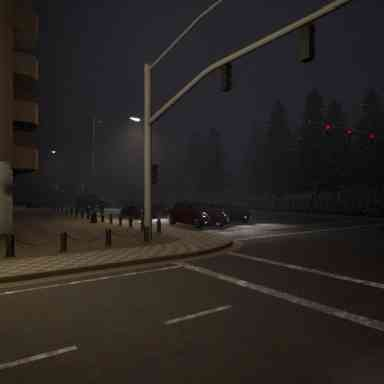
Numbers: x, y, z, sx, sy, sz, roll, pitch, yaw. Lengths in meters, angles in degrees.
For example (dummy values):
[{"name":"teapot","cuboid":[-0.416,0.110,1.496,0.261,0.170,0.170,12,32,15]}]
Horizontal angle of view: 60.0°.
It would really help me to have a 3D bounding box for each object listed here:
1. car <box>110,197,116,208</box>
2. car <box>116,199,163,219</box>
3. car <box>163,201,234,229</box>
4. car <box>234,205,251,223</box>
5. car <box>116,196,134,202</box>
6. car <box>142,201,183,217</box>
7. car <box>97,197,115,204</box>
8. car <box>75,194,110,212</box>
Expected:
[{"name":"car","cuboid":[-12.954,1.656,46.977,1.895,1.301,4.718,0,0,-35]},{"name":"car","cuboid":[-4.733,1.619,29.532,1.994,1.385,4.181,0,0,-36]},{"name":"car","cuboid":[0.316,1.407,22.518,2.097,1.767,4.553,0,0,-36]},{"name":"car","cuboid":[2.394,1.560,25.621,1.837,1.490,4.892,0,0,-36]},{"name":"car","cuboid":[-11.461,1.408,57.183,2.097,1.767,4.553,0,0,-36]},{"name":"car","cuboid":[-3.015,1.656,33.136,1.895,1.301,4.718,0,0,-36]},{"name":"car","cuboid":[-16.723,1.656,64.459,1.895,1.301,4.718,0,0,-36]},{"name":"car","cuboid":[-12.317,1.279,40.071,2.150,2.045,5.566,0,0,-36]}]
